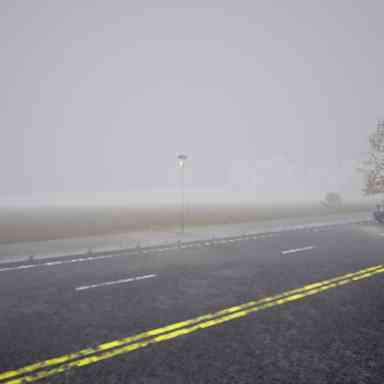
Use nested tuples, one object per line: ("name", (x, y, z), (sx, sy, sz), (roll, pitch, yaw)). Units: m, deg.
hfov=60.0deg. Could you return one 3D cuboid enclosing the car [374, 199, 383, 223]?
("car", (14.474, 1.035, 22.433), (5.566, 2.045, 2.150), (0, 0, -37))
